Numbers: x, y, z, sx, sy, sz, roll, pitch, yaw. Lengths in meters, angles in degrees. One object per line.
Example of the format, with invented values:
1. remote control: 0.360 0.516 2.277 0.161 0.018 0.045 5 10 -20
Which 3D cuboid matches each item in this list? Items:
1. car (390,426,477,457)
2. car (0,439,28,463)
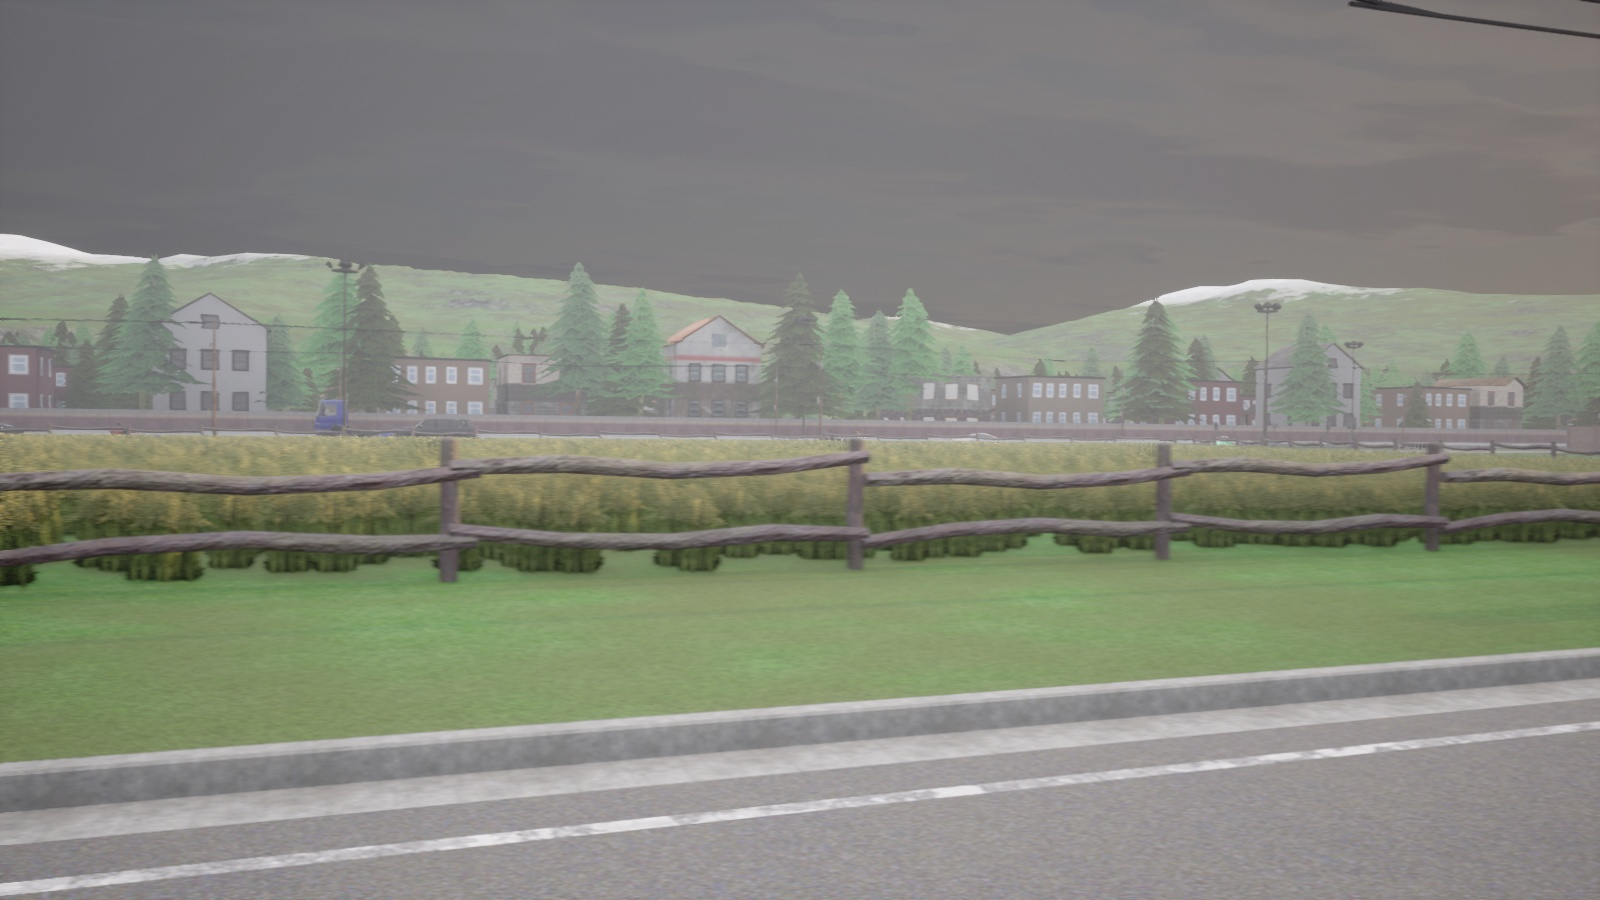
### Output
1. car: -25.022 -0.605 85.741 5.566 2.045 2.150 -1 1 -20
2. car: -51.877 0.066 79.427 4.892 1.490 1.837 -1 1 -21
